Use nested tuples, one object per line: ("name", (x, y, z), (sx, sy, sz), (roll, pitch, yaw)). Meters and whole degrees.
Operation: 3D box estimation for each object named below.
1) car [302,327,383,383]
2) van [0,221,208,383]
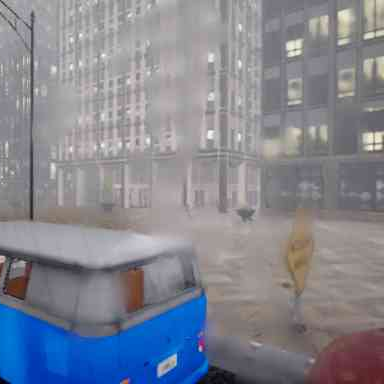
("car", (2.768, 1.322, 0.893), (5.009, 1.841, 2.192), (0, 0, 36))
("van", (-1.730, 1.327, 4.102), (3.998, 1.788, 1.690), (0, 0, 36))
